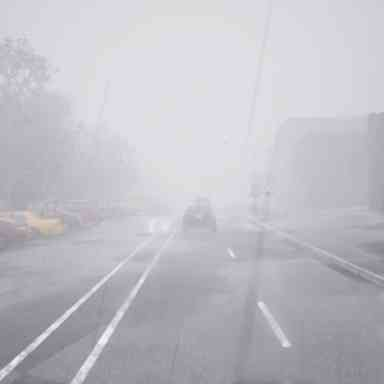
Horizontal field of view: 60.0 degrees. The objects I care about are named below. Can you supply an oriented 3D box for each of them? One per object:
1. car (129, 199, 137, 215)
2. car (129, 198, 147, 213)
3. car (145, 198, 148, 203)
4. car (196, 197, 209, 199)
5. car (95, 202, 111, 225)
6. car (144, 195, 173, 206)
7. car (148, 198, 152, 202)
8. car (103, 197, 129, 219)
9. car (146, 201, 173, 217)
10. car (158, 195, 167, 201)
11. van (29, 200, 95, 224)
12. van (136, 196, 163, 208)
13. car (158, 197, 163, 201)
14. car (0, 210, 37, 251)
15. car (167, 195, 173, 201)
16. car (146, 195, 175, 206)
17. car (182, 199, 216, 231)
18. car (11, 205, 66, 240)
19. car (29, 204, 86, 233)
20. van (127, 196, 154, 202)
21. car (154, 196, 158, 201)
[{"bbox_3d":[-8.594,1.839,34.701,4.892,1.521,2.231,-1,-1,-17],"label":"car"},{"bbox_3d":[-8.261,1.855,37.725,5.366,1.575,1.946,-1,-1,-17],"label":"car"},{"bbox_3d":[-8.458,1.878,40.580,5.366,1.575,1.946,-1,0,-17],"label":"car"},{"bbox_3d":[1.301,1.608,40.799,2.150,2.045,5.566,0,0,3],"label":"car"},{"bbox_3d":[-8.969,1.805,25.794,4.674,1.452,2.002,-1,-1,-18],"label":"car"},{"bbox_3d":[-6.809,1.727,67.260,5.566,2.045,2.435,-1,0,-17],"label":"car"},{"bbox_3d":[-8.144,1.926,43.583,4.792,1.488,2.163,-1,0,-17],"label":"car"},{"bbox_3d":[-8.698,1.689,31.740,4.553,1.767,2.185,-1,0,-18],"label":"car"},{"bbox_3d":[-3.327,1.955,35.487,1.895,1.301,4.718,0,0,3],"label":"car"},{"bbox_3d":[-7.507,1.698,55.413,5.566,2.045,2.435,-1,0,-17],"label":"car"},{"bbox_3d":[-9.184,1.512,22.785,4.442,1.987,1.878,-1,0,-18],"label":"van"},{"bbox_3d":[-7.425,1.733,58.339,4.442,1.987,1.878,-1,0,-17],"label":"van"},{"bbox_3d":[-7.643,1.938,52.471,5.008,1.535,2.097,-1,-1,-17],"label":"car"},{"bbox_3d":[-9.301,1.685,13.914,4.674,1.452,2.002,-1,0,-19],"label":"car"},{"bbox_3d":[-6.824,1.967,64.358,5.366,1.575,1.946,-1,0,-17],"label":"car"},{"bbox_3d":[-6.697,1.734,70.186,5.566,2.045,2.435,-1,0,-17],"label":"car"},{"bbox_3d":[0.504,1.595,22.408,2.097,1.767,4.553,0,-1,2],"label":"car"},{"bbox_3d":[-9.420,1.676,16.825,5.366,1.575,1.946,-1,0,-19],"label":"car"},{"bbox_3d":[-9.157,1.708,19.853,5.008,1.535,2.097,-1,0,-19],"label":"car"},{"bbox_3d":[-8.067,1.687,46.513,4.442,1.987,1.878,-1,0,-17],"label":"van"},{"bbox_3d":[-7.827,1.800,49.503,4.553,1.767,2.185,-1,-1,-17],"label":"car"}]
